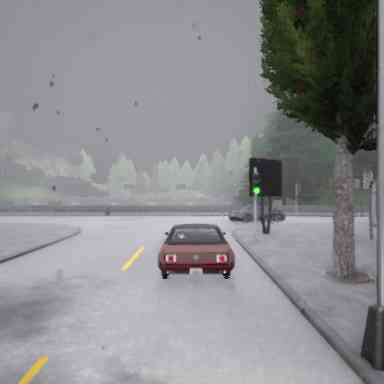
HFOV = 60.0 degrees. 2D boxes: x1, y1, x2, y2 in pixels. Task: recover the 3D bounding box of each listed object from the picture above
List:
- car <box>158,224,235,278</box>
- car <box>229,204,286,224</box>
[{"bbox_3d":[0.103,1.614,10.177,1.895,1.301,4.718,0,0,0],"label":"car"},{"bbox_3d":[4.909,1.595,25.029,4.181,1.385,1.994,0,-1,-21],"label":"car"}]
